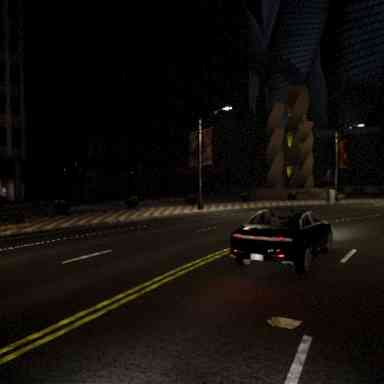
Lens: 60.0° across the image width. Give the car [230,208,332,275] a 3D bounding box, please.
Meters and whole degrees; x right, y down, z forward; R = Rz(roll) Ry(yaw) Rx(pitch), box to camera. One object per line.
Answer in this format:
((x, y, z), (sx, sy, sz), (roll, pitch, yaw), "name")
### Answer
((2.800, 1.228, 9.753), (2.128, 1.511, 4.902), (0, 2, 32), "car")
